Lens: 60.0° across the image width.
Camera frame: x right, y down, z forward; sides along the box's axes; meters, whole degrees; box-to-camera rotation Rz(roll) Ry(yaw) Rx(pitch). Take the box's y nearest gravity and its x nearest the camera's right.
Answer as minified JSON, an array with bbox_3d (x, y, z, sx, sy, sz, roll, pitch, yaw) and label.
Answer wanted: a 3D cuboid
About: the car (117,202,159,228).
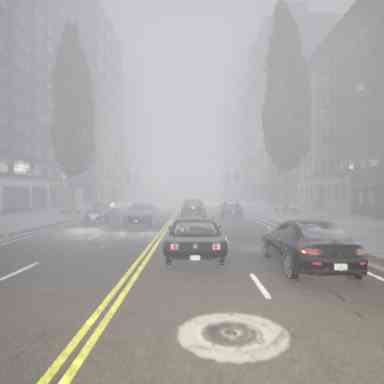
[{"bbox_3d":[-3.343,1.454,22.280,1.882,1.535,5.008,0,0,0],"label":"car"}]

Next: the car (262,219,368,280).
[{"bbox_3d":[3.336,1.516,9.769,1.812,1.442,4.674,0,0,0],"label":"car"}]

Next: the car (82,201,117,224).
[{"bbox_3d":[-6.588,1.465,24.645,2.128,1.511,4.902,0,0,0],"label":"car"}]

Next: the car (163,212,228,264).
[{"bbox_3d":[0.091,1.589,11.705,1.895,1.301,4.718,0,0,0],"label":"car"}]

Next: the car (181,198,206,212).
[{"bbox_3d":[0.096,1.320,29.213,2.097,1.767,4.553,0,0,0],"label":"car"}]

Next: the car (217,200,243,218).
[{"bbox_3d":[3.346,1.459,29.423,2.128,1.511,4.902,0,0,0],"label":"car"}]
